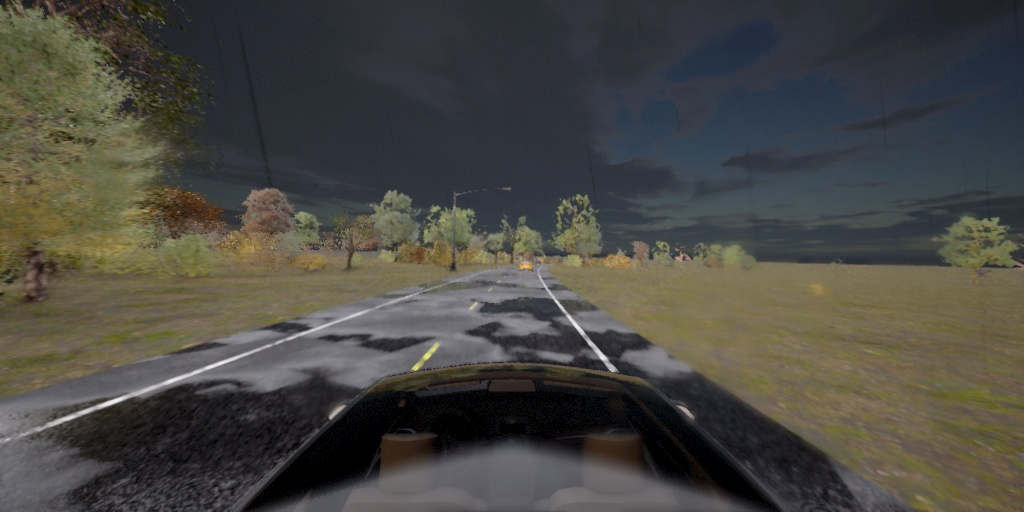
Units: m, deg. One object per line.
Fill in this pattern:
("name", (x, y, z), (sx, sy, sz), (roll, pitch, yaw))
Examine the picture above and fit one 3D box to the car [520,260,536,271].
("car", (2.273, 1.530, 55.512), (1.882, 1.535, 5.008), (1, -1, 4))
